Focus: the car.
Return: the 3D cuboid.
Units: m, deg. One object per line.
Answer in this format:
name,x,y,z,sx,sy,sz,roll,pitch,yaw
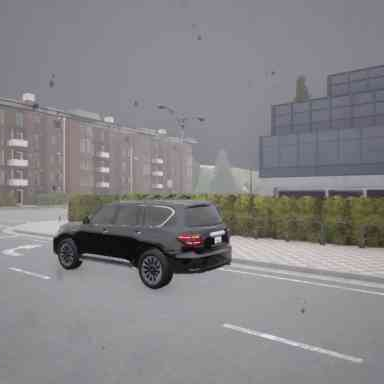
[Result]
car,-1.573,1.221,9.401,5.566,2.045,2.150,0,0,35
